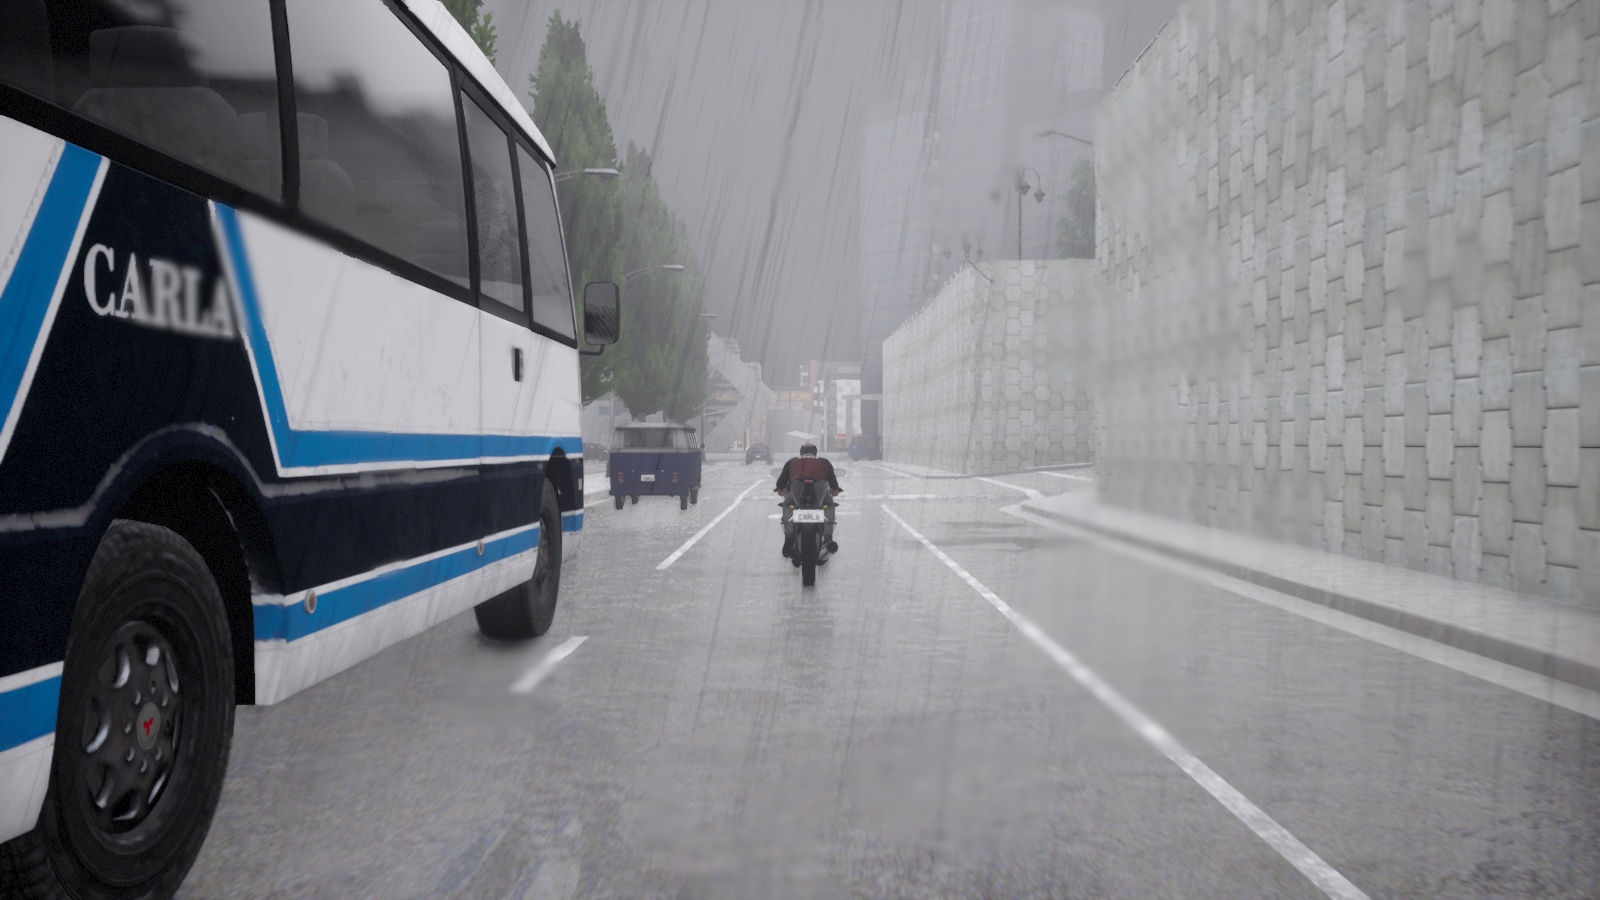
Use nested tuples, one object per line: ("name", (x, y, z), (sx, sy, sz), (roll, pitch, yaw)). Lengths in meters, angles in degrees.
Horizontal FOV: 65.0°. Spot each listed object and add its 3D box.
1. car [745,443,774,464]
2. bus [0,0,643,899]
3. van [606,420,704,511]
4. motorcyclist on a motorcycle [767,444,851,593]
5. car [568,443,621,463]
("car", (-2.877, 0.255, 89.240), (1.816, 1.474, 4.193), (0, 0, 2))
("bus", (-3.447, -0.669, 6.441), (3.944, 4.253, 10.273), (0, 0, 0))
("van", (-3.317, 0.330, 29.543), (1.775, 1.987, 4.442), (0, 0, 0))
("motorcyclist on a motorcycle", (0.095, 0.702, 14.034), (0.866, 1.530, 2.191), (0, 0, 0))
("car", (-15.943, 0.197, 97.635), (3.633, 1.501, 1.845), (0, 0, 23))
